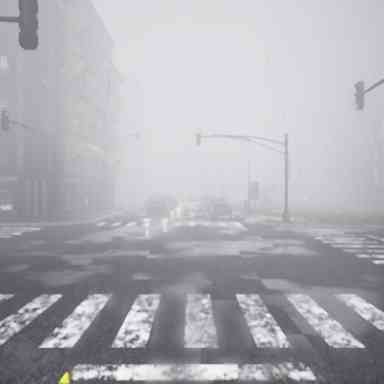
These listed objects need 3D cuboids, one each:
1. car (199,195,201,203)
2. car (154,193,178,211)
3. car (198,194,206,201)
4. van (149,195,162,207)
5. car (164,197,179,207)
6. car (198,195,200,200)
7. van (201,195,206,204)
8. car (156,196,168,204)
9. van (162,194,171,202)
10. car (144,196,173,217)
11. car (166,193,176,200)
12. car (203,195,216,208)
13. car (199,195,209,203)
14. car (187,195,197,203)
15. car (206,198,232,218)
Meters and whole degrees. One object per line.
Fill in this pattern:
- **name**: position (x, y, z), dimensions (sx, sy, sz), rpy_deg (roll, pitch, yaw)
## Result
- **car**: position (2.582, 1.530, 53.072), dimensions (1.887, 1.381, 4.507), rpy_deg (-1, 0, 0)
- **car**: position (-3.140, 1.346, 41.023), dimensions (2.097, 1.767, 4.553), rpy_deg (0, 0, 0)
- **car**: position (2.577, 1.378, 86.946), dimensions (1.967, 1.590, 4.097), rpy_deg (-1, 0, 0)
- **van**: position (-5.768, 1.326, 53.028), dimensions (1.690, 1.788, 3.998), rpy_deg (-1, 0, 0)
- **car**: position (-3.140, 1.551, 50.988), dimensions (1.994, 1.385, 4.181), rpy_deg (0, 0, 0)
- **car**: position (2.567, 1.413, 64.362), dimensions (1.967, 1.590, 4.097), rpy_deg (-1, 0, 0)
- **van**: position (2.586, 1.331, 47.425), dimensions (1.690, 1.788, 3.998), rpy_deg (-1, 0, 0)
- **car**: position (-5.779, 1.518, 64.320), dimensions (1.887, 1.381, 4.507), rpy_deg (-1, 0, 0)
- **van**: position (-5.795, 1.299, 75.614), dimensions (1.690, 1.788, 3.998), rpy_deg (-1, 0, 0)
- **car**: position (-3.134, 1.477, 31.709), dimensions (1.882, 1.535, 5.008), rpy_deg (0, 0, 0)
- **car**: position (-5.815, 1.242, 92.552), dimensions (2.192, 1.841, 5.009), rpy_deg (-1, 0, 0)
- **car**: position (2.601, 1.437, 36.134), dimensions (1.967, 1.590, 4.097), rpy_deg (-1, 0, 0)
- **car**: position (2.567, 1.406, 70.009), dimensions (1.967, 1.590, 4.097), rpy_deg (-1, 0, 0)
- **car**: position (0.017, 1.472, 68.850), dimensions (1.837, 1.490, 4.892), rpy_deg (0, 0, 0)
- **car**: position (2.610, 1.544, 30.488), dimensions (1.887, 1.381, 4.507), rpy_deg (-1, 0, 0)
